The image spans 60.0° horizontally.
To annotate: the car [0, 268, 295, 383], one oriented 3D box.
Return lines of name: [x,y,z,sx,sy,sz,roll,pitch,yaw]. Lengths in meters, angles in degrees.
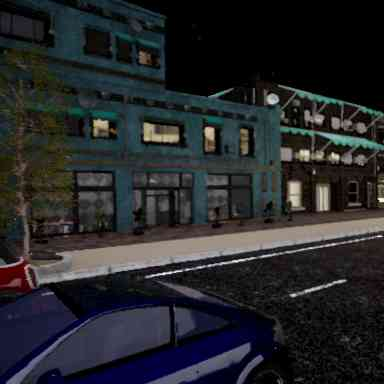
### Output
car: [-1.023,1.559,2.958,4.181,1.385,1.994,0,0,-36]

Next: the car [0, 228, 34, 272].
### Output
car: [-4.525,1.360,4.450,4.553,1.767,2.097,0,0,-36]
